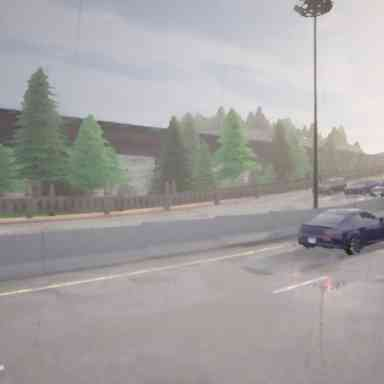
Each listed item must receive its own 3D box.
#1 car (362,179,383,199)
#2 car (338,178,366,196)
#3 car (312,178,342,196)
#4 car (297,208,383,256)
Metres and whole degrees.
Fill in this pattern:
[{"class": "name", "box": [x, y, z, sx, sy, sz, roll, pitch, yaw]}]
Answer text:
[{"class": "car", "box": [17.718, -0.282, 29.698, 4.902, 1.511, 2.128, -8, 5, -35]}, {"class": "car", "box": [17.370, -0.534, 33.758, 5.008, 1.535, 1.882, -8, 5, -35]}, {"class": "car", "box": [15.110, -0.623, 36.442, 4.553, 1.767, 2.097, -8, 5, -35]}, {"class": "car", "box": [5.803, 1.317, 12.255, 4.674, 1.442, 1.812, -3, 2, -36]}]
